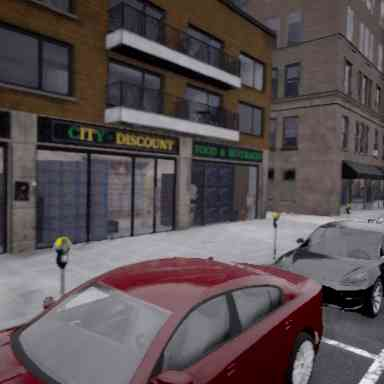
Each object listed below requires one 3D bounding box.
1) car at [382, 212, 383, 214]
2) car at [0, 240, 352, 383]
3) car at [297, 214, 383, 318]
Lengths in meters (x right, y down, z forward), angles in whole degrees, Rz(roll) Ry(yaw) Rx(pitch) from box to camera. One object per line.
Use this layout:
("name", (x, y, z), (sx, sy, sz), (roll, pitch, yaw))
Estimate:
("car", (7.145, 1.254, 11.160), (2.008, 1.369, 4.403), (4, 3, 43))
("car", (-0.325, 1.390, 3.036), (1.887, 1.381, 4.507), (4, 3, 43))
("car", (3.409, 1.340, 7.099), (1.947, 1.339, 4.313), (4, 3, 43))
